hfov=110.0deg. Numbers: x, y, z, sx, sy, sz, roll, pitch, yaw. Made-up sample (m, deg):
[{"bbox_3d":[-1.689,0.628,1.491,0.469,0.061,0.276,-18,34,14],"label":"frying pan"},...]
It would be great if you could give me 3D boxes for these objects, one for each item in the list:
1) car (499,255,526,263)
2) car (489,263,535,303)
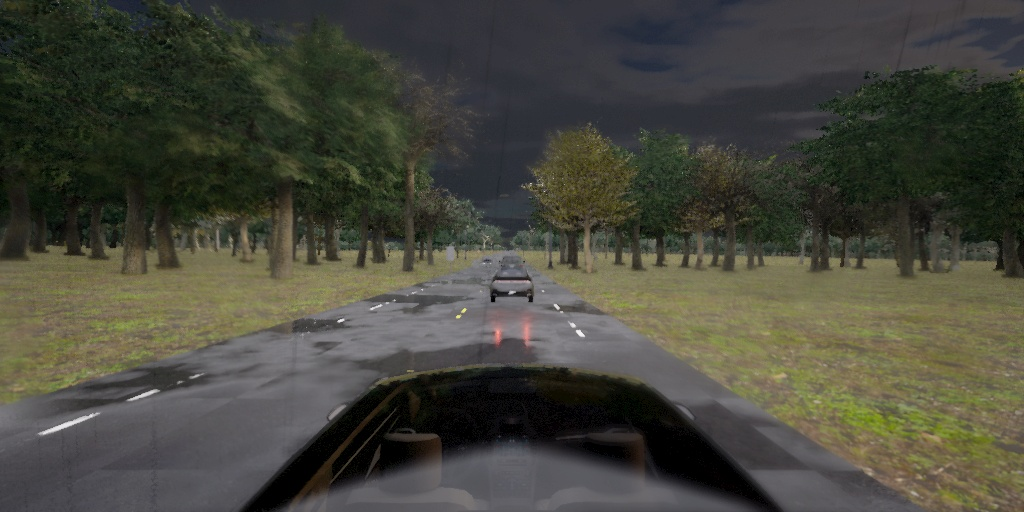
[{"bbox_3d":[0.000,0.972,31.528,2.150,2.045,5.566,0,0,0],"label":"car"},{"bbox_3d":[0.000,1.233,16.500,2.128,1.511,4.902,0,0,0],"label":"car"}]
